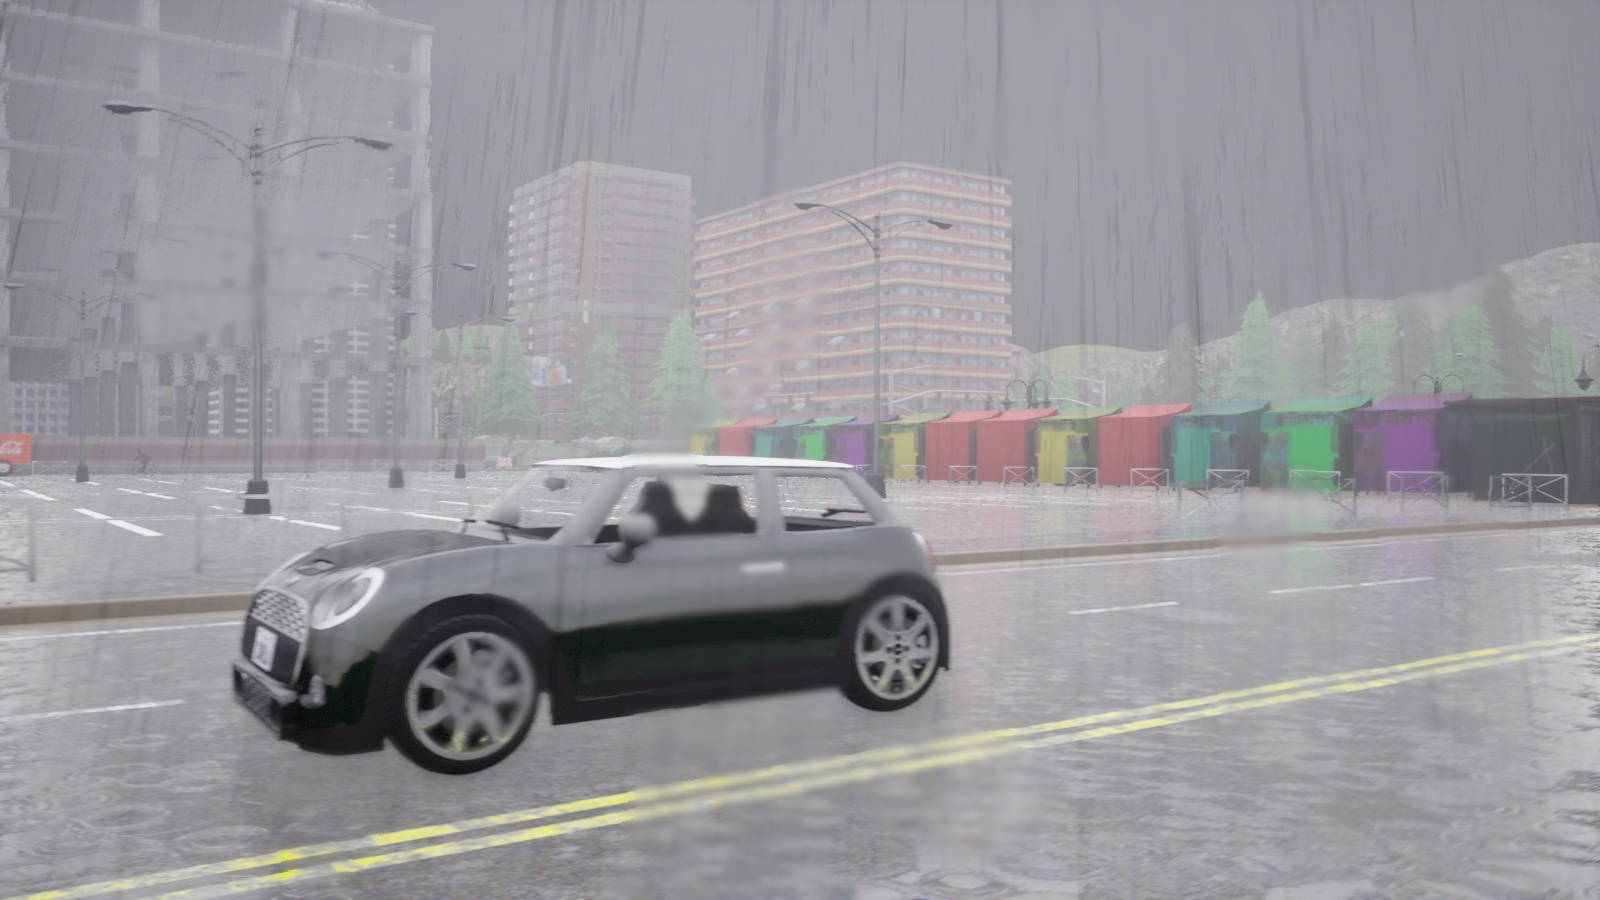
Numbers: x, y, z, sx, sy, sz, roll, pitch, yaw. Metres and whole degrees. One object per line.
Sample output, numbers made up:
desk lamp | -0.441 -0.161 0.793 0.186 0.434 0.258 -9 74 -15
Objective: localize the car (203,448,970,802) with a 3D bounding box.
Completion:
car | -1.134 0.730 7.113 3.806 1.475 1.970 0 0 -34

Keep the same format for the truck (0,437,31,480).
truck | -46.984 0.475 71.548 5.204 2.467 2.627 0 0 -36
